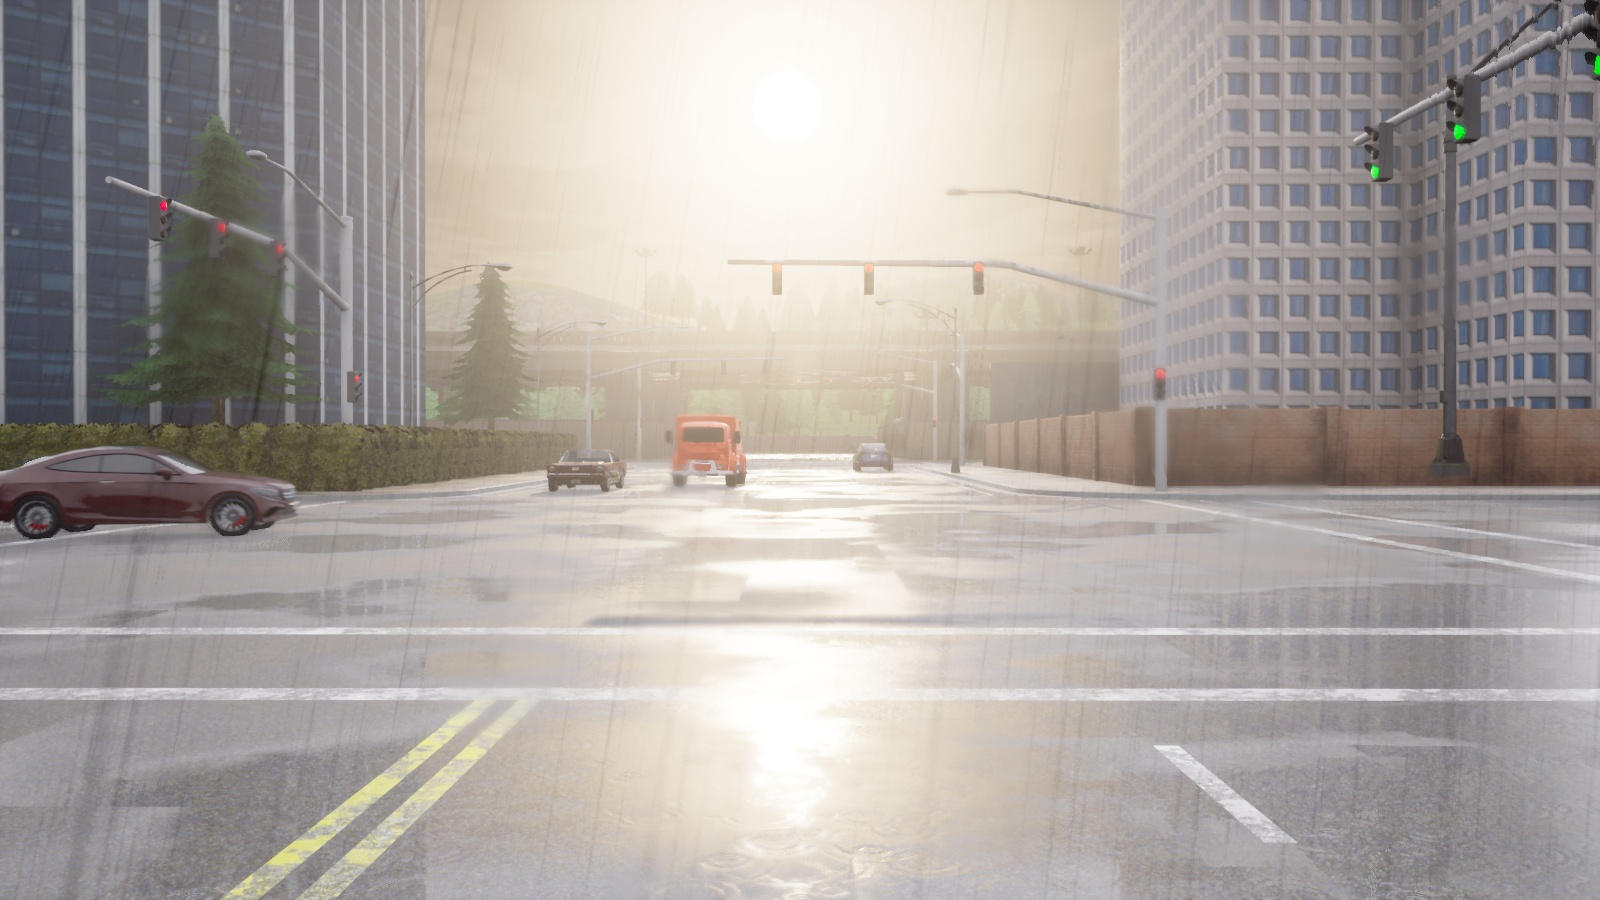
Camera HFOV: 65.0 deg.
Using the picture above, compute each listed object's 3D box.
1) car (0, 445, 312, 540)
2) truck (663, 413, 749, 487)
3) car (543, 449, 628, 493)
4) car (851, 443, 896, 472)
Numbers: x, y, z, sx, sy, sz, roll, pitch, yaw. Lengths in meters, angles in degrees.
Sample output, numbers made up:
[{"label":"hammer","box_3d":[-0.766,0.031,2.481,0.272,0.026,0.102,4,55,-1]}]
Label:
[{"label":"car","box_3d":[-10.612,0.648,20.520,4.674,1.442,1.812,0,0,-11]},{"label":"truck","box_3d":[-3.246,0.011,44.493,2.627,2.467,5.204,0,0,0]},{"label":"car","box_3d":[-6.769,0.615,40.157,1.895,1.301,4.718,0,0,0]},{"label":"car","box_3d":[3.876,0.370,67.134,2.163,1.488,4.792,0,0,0]}]
